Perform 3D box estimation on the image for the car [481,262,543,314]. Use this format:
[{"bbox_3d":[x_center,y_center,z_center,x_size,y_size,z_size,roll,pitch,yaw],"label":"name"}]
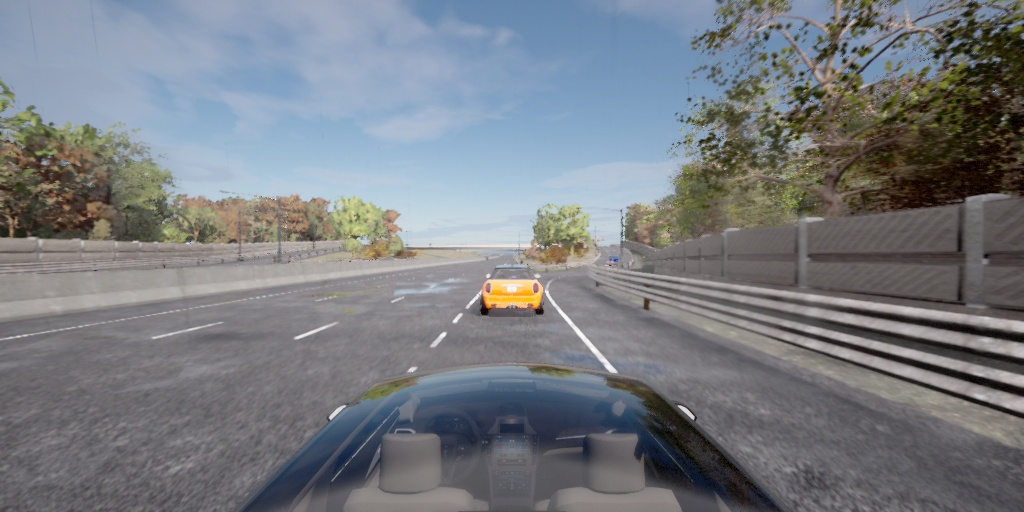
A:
[{"bbox_3d":[0.044,1.108,13.885,2.097,1.767,4.553,0,0,1],"label":"car"}]
